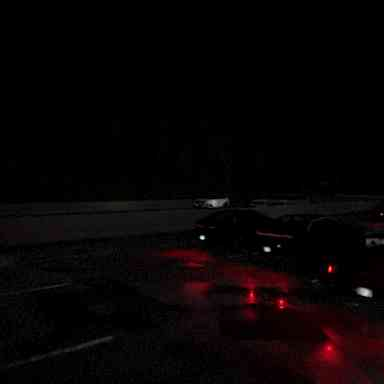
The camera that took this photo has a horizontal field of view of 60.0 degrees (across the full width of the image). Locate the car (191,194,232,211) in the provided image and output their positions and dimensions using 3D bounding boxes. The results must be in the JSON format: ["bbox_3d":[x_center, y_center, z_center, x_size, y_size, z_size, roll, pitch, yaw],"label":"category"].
[{"bbox_3d":[2.565,1.271,42.887,5.566,2.045,2.150,1,0,-44],"label":"car"}]

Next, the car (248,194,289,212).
[{"bbox_3d":[9.225,1.258,39.632,2.150,2.045,5.566,0,0,45],"label":"car"}]

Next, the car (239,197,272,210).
[{"bbox_3d":[8.397,1.517,43.769,1.882,1.535,5.008,0,0,44],"label":"car"}]

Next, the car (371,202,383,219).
[{"bbox_3d":[15.763,1.487,26.222,5.008,1.535,1.882,0,0,-44],"label":"car"}]

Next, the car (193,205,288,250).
[{"bbox_3d":[2.301,1.519,14.454,4.892,1.490,1.837,0,0,-38],"label":"car"}]

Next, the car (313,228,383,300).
[{"bbox_3d":[5.017,1.603,7.661,4.718,1.301,1.895,0,0,-38],"label":"car"}]

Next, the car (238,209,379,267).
[{"bbox_3d":[4.151,1.500,11.460,4.902,1.511,2.128,0,0,-38],"label":"car"}]
